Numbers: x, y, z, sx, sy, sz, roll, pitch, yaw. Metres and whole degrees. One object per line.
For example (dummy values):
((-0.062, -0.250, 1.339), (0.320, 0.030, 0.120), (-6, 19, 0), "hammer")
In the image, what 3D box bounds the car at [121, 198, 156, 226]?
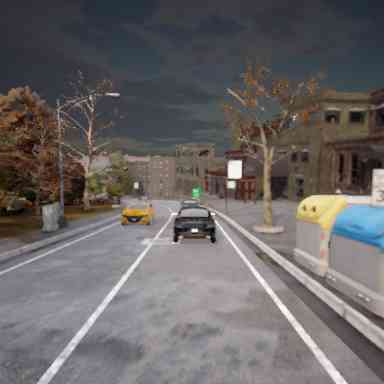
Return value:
((-3.640, 1.438, 23.233), (1.882, 1.535, 5.008), (0, 0, -1), "car")

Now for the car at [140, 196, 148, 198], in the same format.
((-9.415, 1.520, 64.951), (1.812, 1.442, 4.674), (-2, 0, -16), "car")

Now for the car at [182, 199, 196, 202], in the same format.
((-0.309, 1.457, 34.394), (1.812, 1.442, 4.674), (0, 0, -4), "car")

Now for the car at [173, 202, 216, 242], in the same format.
((0.110, 1.450, 16.292), (1.882, 1.535, 5.008), (0, 0, 0), "car")
